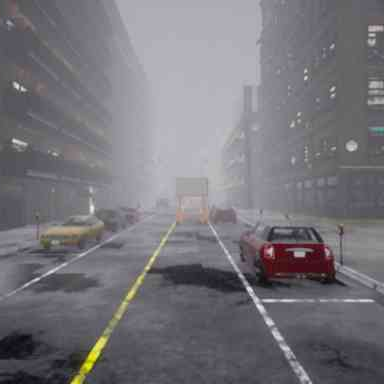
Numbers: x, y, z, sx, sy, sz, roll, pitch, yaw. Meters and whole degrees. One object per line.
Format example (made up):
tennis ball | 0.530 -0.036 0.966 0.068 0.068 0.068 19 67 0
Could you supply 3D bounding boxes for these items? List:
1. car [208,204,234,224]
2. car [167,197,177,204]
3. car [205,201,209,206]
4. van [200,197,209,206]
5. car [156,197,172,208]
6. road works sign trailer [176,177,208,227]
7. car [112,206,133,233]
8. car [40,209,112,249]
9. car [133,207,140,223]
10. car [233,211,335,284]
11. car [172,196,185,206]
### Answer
car | 2.560 1.799 26.907 1.887 1.381 4.507 1 -1 0
car | -5.349 2.155 89.252 2.192 1.841 5.009 1 -1 0
car | 2.557 1.858 32.577 2.008 1.369 4.403 1 -1 0
van | 2.542 1.968 66.603 1.690 1.788 3.998 1 -1 0
car | -5.335 1.888 60.899 2.192 1.841 5.009 1 -1 0
road works sign trailer | -0.009 0.698 24.762 2.380 3.560 2.880 0 -1 0
car | -5.317 1.766 21.202 1.947 1.339 4.313 1 -1 0
car | -5.314 1.671 15.361 1.752 1.417 4.829 1 -1 0
car | -5.320 1.799 26.873 1.887 1.381 4.507 1 -1 0
car | 2.570 1.534 9.896 1.967 1.590 4.097 1 -1 0
car | -2.787 1.888 70.967 2.150 2.045 5.566 0 -1 0
